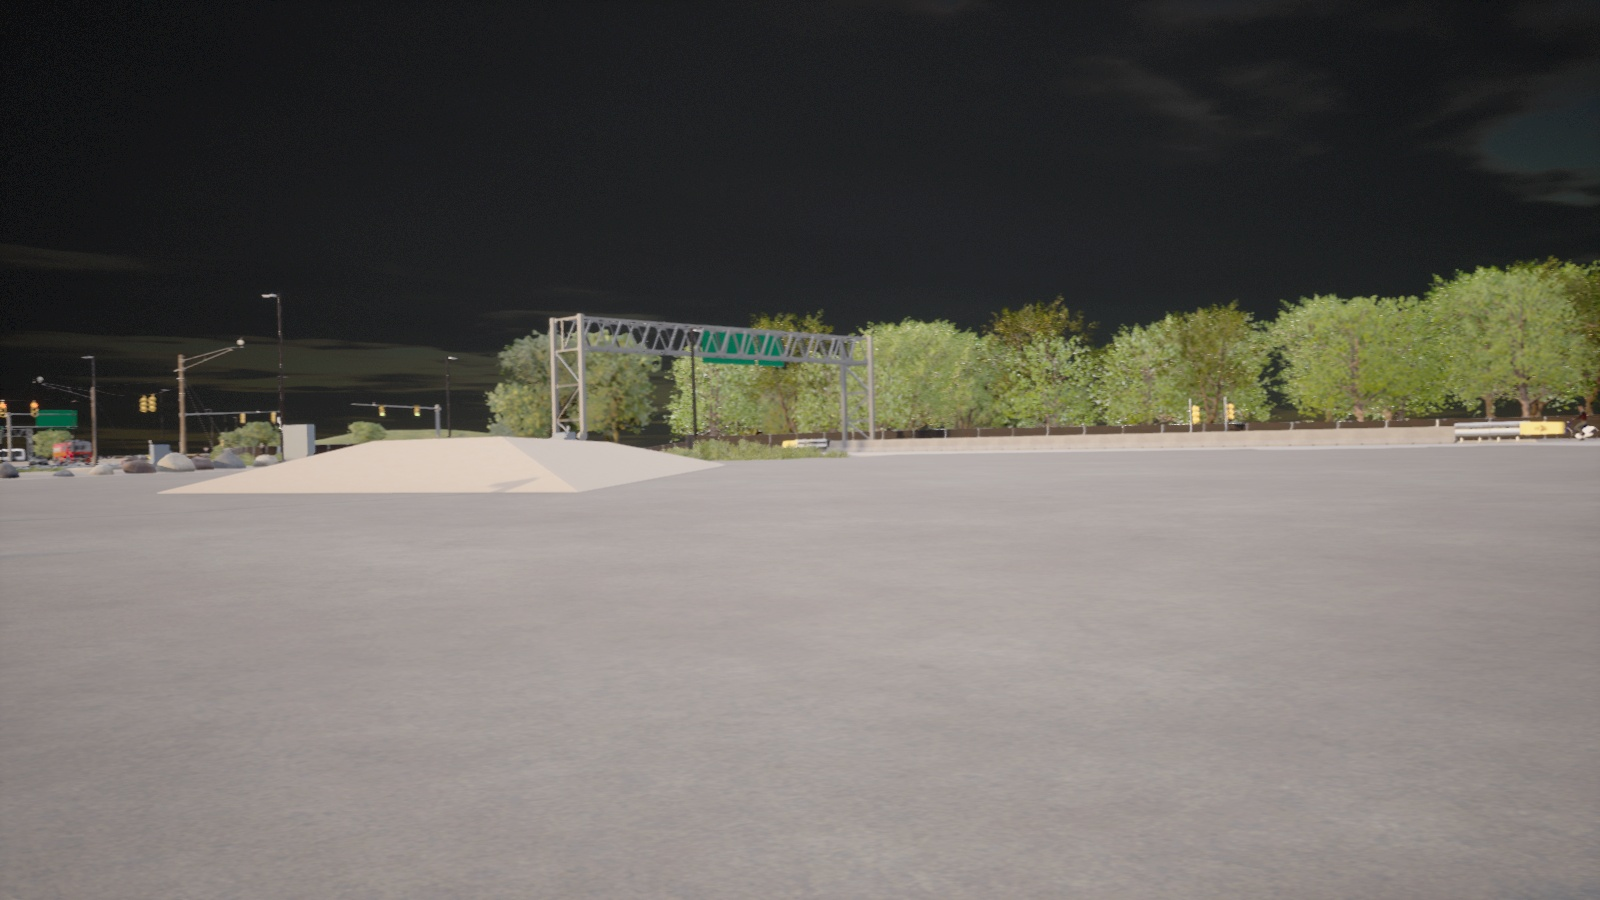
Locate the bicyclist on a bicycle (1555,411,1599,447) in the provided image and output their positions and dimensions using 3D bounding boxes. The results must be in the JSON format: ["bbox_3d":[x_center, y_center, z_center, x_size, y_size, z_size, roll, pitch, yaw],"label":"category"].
[{"bbox_3d":[38.067,-1.022,61.403,0.659,1.776,1.843,-1,1,-43],"label":"bicyclist on a bicycle"}]
